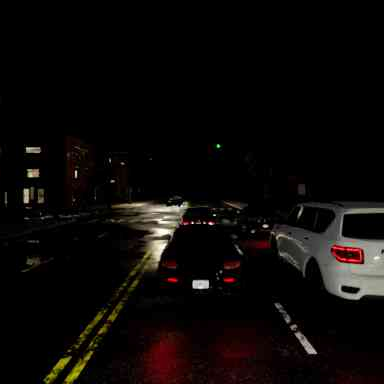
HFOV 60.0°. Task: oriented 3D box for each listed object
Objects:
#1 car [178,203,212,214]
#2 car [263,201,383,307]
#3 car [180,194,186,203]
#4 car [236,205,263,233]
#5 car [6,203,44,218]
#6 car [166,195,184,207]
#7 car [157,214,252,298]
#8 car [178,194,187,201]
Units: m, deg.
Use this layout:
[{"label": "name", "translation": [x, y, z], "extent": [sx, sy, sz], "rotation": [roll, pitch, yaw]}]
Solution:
[{"label": "car", "translation": [0.339, 1.546, 18.186], "extent": [2.033, 1.411, 5.357], "rotation": [0, 0, 1]}, {"label": "car", "translation": [3.453, 1.221, 8.097], "extent": [2.150, 2.045, 5.566], "rotation": [0, 0, 1]}, {"label": "car", "translation": [-2.600, 1.489, 58.949], "extent": [2.128, 1.511, 4.902], "rotation": [0, 0, 1]}, {"label": "car", "translation": [3.594, 1.476, 18.499], "extent": [1.882, 1.535, 5.008], "rotation": [0, 0, 1]}, {"label": "car", "translation": [-17.752, 1.819, 33.068], "extent": [5.357, 1.411, 2.033], "rotation": [-1, 1, -1]}, {"label": "car", "translation": [-2.702, 1.560, 50.117], "extent": [1.994, 1.385, 4.181], "rotation": [0, 0, 1]}, {"label": "car", "translation": [0.209, 1.525, 8.404], "extent": [1.812, 1.442, 4.674], "rotation": [0, 0, 1]}, {"label": "car", "translation": [-2.295, 1.351, 80.975], "extent": [2.097, 1.767, 4.553], "rotation": [0, 0, 1]}]
